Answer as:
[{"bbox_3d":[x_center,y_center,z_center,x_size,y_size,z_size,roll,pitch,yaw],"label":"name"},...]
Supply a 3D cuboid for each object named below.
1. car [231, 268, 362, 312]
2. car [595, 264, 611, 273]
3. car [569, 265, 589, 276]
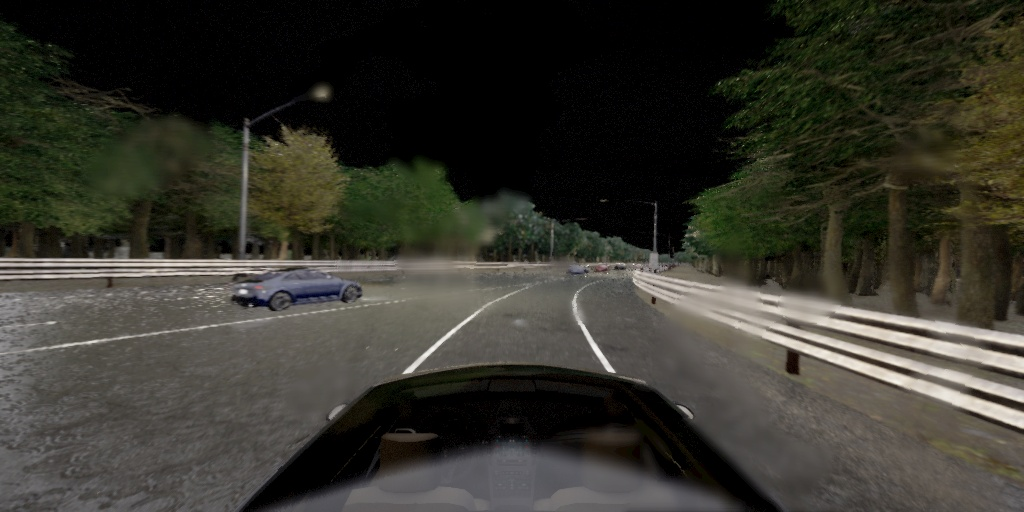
[{"bbox_3d":[-7.658,1.131,13.183,1.994,1.385,4.181,1,-1,25],"label":"car"},{"bbox_3d":[15.949,2.179,62.997,1.812,1.442,4.674,1,-1,25],"label":"car"},{"bbox_3d":[9.099,1.902,48.541,1.994,1.385,4.181,1,-1,25],"label":"car"}]
